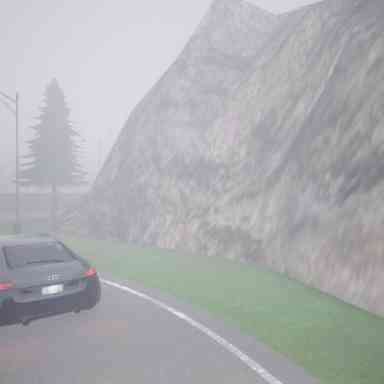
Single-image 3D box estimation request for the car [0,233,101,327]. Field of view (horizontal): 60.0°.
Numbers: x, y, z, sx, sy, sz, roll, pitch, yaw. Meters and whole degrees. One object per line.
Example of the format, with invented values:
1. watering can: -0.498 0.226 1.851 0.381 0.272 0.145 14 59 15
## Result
1. car: -3.587 1.564 6.974 1.994 1.385 4.181 0 0 -41
